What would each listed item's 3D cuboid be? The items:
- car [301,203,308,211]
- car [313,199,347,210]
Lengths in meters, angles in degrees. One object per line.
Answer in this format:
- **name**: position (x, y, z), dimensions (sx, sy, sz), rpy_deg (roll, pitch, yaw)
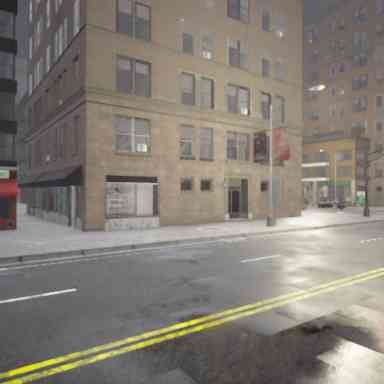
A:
- **car**: position (11.494, 1.424, 39.036), dimensions (1.967, 1.590, 4.097), rpy_deg (0, 0, -35)
- **car**: position (18.045, 1.582, 43.670), dimensions (1.947, 1.339, 4.313), rpy_deg (0, 0, -35)
